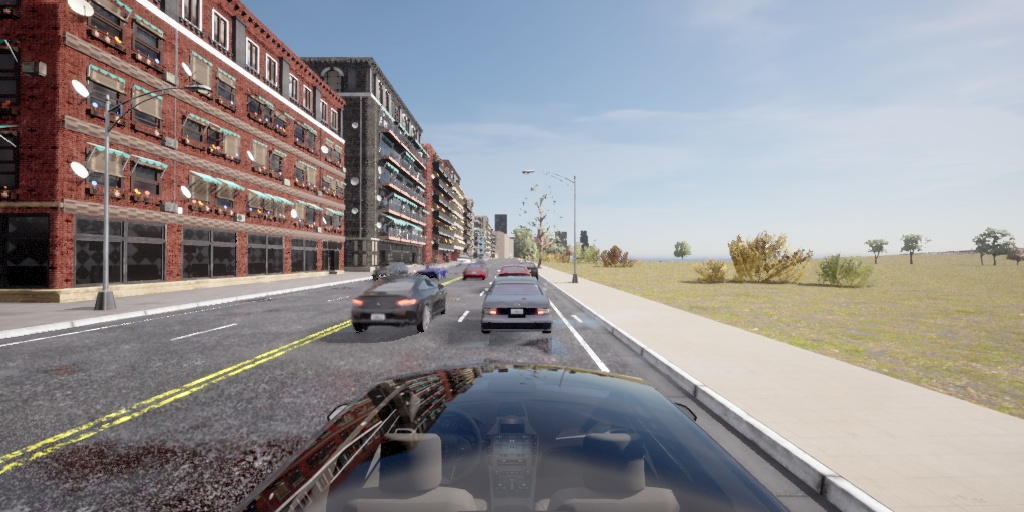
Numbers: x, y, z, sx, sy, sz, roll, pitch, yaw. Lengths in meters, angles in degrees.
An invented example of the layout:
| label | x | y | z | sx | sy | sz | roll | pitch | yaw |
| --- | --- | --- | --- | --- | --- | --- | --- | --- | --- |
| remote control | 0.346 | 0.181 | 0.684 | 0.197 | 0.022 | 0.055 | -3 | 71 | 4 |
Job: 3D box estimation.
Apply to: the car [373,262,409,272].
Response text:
| label | x | y | z | sx | sy | sz | roll | pitch | yaw |
| --- | --- | --- | --- | --- | --- | --- | --- | --- | --- |
| car | -9.795 | 1.258 | 29.275 | 1.837 | 1.490 | 4.892 | 0 | 0 | 0 |

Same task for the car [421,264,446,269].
| label | x | y | z | sx | sy | sz | roll | pitch | yaw |
| --- | --- | --- | --- | --- | --- | --- | --- | --- | --- |
| car | -6.543 | 1.355 | 29.624 | 1.895 | 1.301 | 4.718 | 0 | 0 | 0 |

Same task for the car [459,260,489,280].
| label | x | y | z | sx | sy | sz | roll | pitch | yaw |
| --- | --- | --- | --- | --- | --- | --- | --- | --- | --- |
| car | -3.092 | 1.318 | 31.300 | 1.994 | 1.385 | 4.181 | 0 | 0 | 0 |

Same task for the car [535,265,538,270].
| label | x | y | z | sx | sy | sz | roll | pitch | yaw |
| --- | --- | --- | --- | --- | --- | --- | --- | --- | --- |
| car | 1.197 | 1.232 | 30.597 | 1.882 | 1.535 | 5.008 | 0 | 0 | 0 |

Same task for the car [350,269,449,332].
| label | x | y | z | sx | sy | sz | roll | pitch | yaw |
| --- | --- | --- | --- | --- | --- | --- | --- | --- | --- |
| car | -3.136 | 1.278 | 10.688 | 1.812 | 1.442 | 4.674 | 0 | 0 | 0 |

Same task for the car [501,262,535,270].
| label | x | y | z | sx | sy | sz | roll | pitch | yaw |
| --- | --- | --- | --- | --- | --- | --- | --- | --- | --- |
| car | 0.142 | 1.231 | 21.159 | 1.882 | 1.535 | 5.008 | 0 | 0 | 0 |

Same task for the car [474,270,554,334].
| label | x | y | z | sx | sy | sz | roll | pitch | yaw |
| --- | --- | --- | --- | --- | --- | --- | --- | --- | --- |
| car | 0.117 | 1.299 | 10.619 | 2.033 | 1.411 | 5.357 | 0 | 0 | 0 |
